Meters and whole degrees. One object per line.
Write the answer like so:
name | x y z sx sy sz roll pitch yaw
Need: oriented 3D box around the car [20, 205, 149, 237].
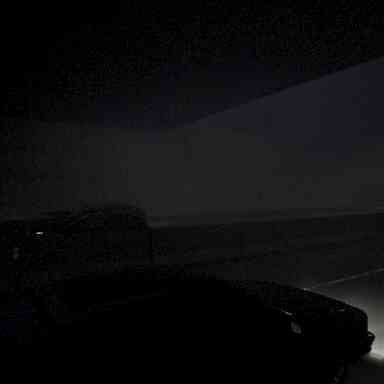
car | -4.165 1.483 13.767 4.902 1.511 2.128 0 0 -33

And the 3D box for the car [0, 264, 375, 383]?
car | -0.342 1.544 3.474 5.357 1.411 2.033 0 0 -33

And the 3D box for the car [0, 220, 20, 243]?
car | -7.096 1.596 16.025 4.718 1.301 1.895 0 0 -33

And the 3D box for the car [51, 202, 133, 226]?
car | -7.230 1.533 24.328 5.357 1.411 2.033 0 0 -33

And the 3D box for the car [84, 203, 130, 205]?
car | -5.292 1.490 21.413 4.892 1.490 1.837 0 0 -33
